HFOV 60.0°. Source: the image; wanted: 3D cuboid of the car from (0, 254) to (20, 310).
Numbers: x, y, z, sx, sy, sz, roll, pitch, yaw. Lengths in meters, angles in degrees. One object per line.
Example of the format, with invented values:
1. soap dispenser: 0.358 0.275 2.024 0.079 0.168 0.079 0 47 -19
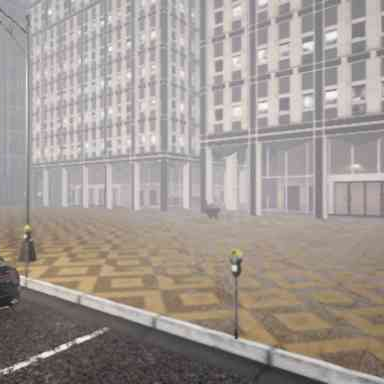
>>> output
1. car: -5.054 1.540 6.479 4.403 1.369 2.008 0 0 35
